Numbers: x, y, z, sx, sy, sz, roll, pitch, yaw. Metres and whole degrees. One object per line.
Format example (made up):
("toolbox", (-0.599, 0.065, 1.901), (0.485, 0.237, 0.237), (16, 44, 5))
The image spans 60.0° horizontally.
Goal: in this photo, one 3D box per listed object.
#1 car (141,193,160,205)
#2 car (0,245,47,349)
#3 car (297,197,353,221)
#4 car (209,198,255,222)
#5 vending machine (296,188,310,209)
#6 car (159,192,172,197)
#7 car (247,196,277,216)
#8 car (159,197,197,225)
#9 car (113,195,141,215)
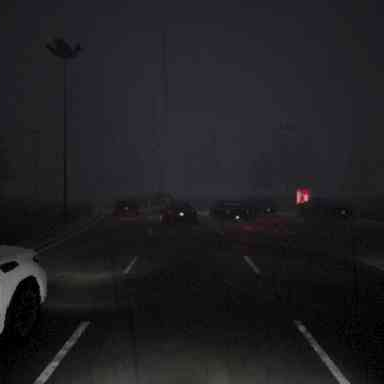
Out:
("car", (-5.895, 0.978, 41.688), (1.895, 1.301, 4.718), (0, 1, -21))
("car", (-3.400, 1.175, 2.960), (2.150, 2.045, 5.566), (0, 1, 0))
("car", (9.357, 1.120, 23.848), (1.882, 1.535, 5.008), (0, 1, -9))
("car", (2.496, 1.255, 23.051), (1.895, 1.301, 4.718), (0, 1, -9))
("vending machine", (11.468, 0.681, 34.326), (1.100, 2.100, 0.880), (0, 1, -14))
("car", (-4.224, 0.807, 46.624), (1.837, 1.490, 4.892), (1, 0, -23))
("car", (5.268, 1.083, 27.270), (2.128, 1.511, 4.902), (0, 1, -11))
("car", (-0.898, 1.242, 21.464), (1.994, 1.385, 4.181), (0, 1, -8))
("car", (-5.588, 1.058, 28.050), (1.882, 1.535, 5.008), (0, 1, -13))
